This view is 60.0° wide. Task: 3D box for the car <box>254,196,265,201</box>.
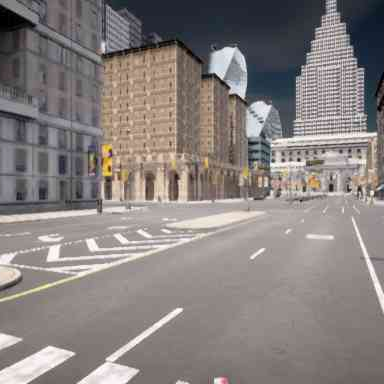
[{"bbox_3d":[16.953,1.564,84.001,1.895,1.301,4.718,0,0,24],"label":"car"}]
